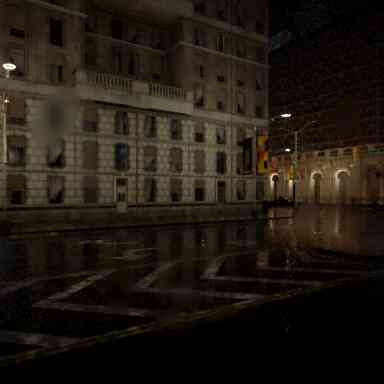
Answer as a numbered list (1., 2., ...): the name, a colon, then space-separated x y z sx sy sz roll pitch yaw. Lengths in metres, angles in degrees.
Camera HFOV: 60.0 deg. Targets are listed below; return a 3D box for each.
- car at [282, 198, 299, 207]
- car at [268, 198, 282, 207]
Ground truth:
1. car: 14.406 1.564 51.366 1.994 1.385 4.181 0 0 -32
2. car: 10.866 1.601 50.404 1.895 1.301 4.718 0 0 -32
